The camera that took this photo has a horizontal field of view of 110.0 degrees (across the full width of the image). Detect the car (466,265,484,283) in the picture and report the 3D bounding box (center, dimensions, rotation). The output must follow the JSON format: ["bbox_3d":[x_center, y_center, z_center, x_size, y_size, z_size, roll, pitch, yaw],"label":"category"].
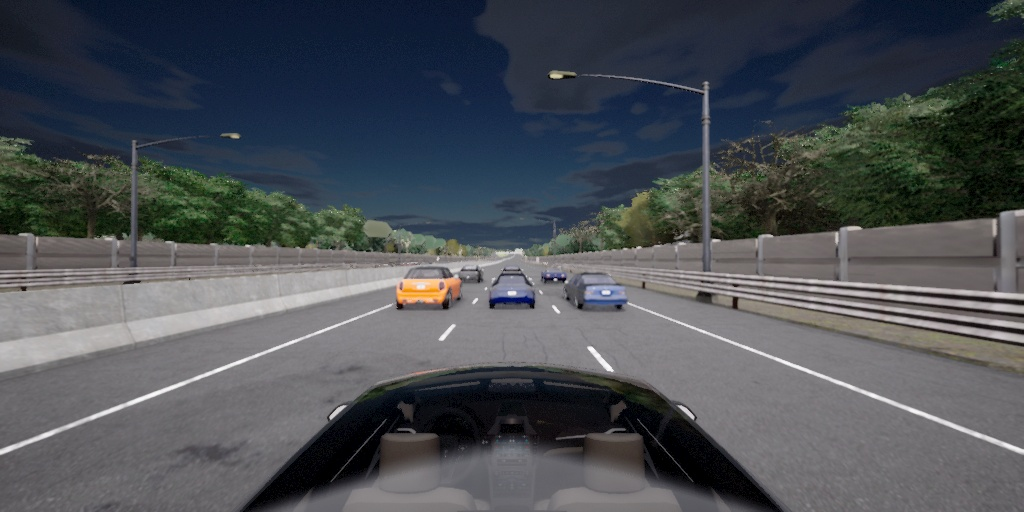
[{"bbox_3d":[-3.501,1.530,31.147,2.128,1.511,4.902,0,0,0],"label":"car"}]

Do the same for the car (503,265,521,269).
[{"bbox_3d":[0.000,1.530,31.144,2.128,1.511,4.902,0,0,0],"label":"car"}]

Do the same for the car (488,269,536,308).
[{"bbox_3d":[0.003,1.453,16.138,1.994,1.385,4.181,0,-1,0],"label":"car"}]

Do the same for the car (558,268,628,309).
[{"bbox_3d":[3.498,1.433,15.830,2.033,1.411,5.357,0,-1,0],"label":"car"}]

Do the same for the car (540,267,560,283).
[{"bbox_3d":[3.497,1.636,30.946,1.895,1.301,4.718,0,-1,0],"label":"car"}]

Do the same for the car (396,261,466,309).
[{"bbox_3d":[-3.499,1.236,15.917,2.097,1.767,4.553,0,-1,0],"label":"car"}]
